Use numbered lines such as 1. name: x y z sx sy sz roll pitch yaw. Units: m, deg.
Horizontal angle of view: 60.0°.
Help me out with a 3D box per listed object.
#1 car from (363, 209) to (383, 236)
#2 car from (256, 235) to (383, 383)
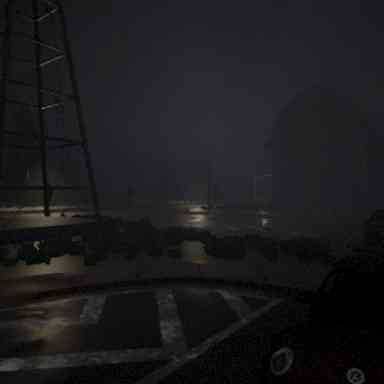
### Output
1. car: 8.981 1.495 15.049 1.816 1.474 4.193 0 0 37
2. car: 2.312 1.517 3.983 1.784 1.438 3.905 0 0 37
